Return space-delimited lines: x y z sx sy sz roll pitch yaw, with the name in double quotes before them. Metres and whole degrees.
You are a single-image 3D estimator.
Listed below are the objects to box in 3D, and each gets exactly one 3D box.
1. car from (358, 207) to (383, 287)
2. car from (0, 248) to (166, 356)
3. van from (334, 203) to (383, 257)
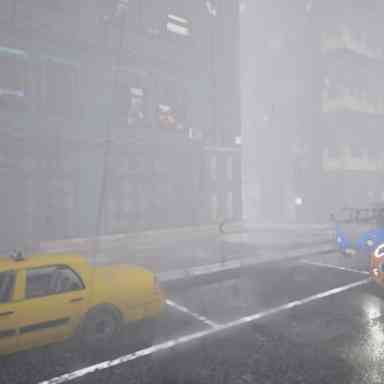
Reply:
"car" 6.187 1.284 7.834 4.553 1.767 2.097 -1 0 -36
"car" -2.719 1.522 4.635 4.829 1.417 1.752 0 -1 -36
"van" 6.476 1.257 11.252 3.998 1.788 1.690 -1 -1 -36
